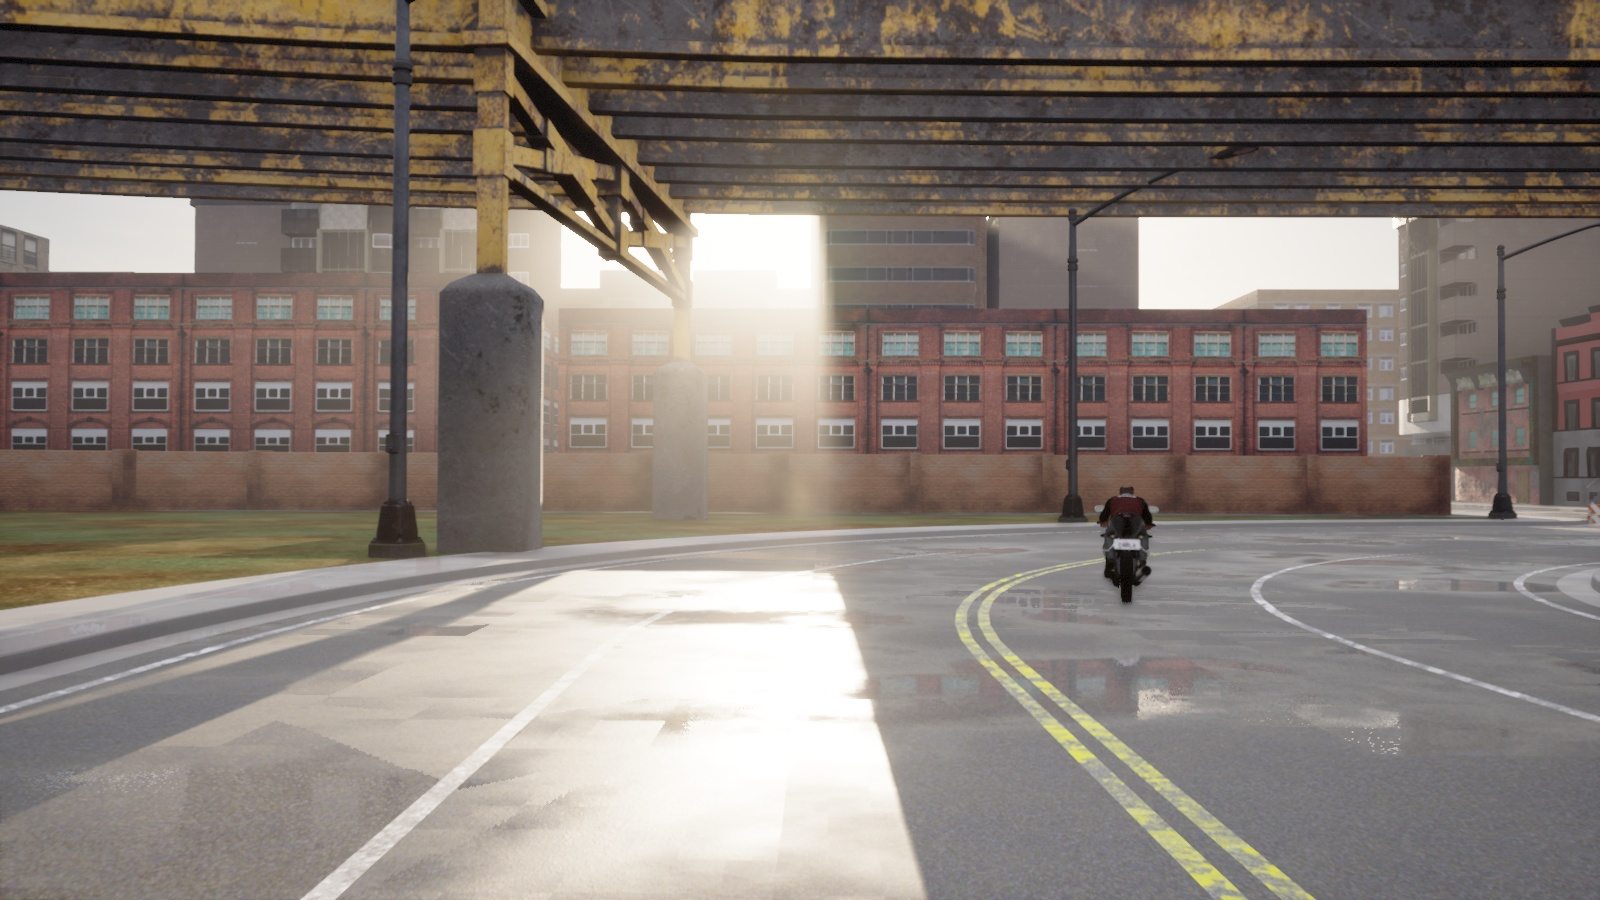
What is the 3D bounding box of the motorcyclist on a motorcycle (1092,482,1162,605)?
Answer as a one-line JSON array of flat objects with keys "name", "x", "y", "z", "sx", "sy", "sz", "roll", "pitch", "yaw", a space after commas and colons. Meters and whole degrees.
[{"name": "motorcyclist on a motorcycle", "x": 4.439, "y": 1.214, "z": 17.079, "sx": 0.866, "sy": 1.530, "sz": 2.191, "roll": 0, "pitch": -1, "yaw": 15}]
